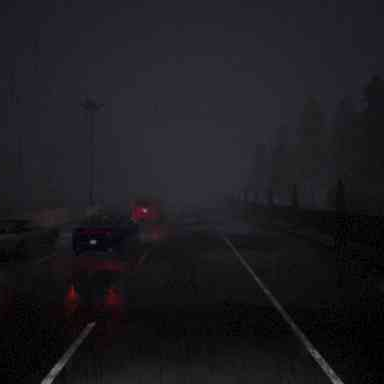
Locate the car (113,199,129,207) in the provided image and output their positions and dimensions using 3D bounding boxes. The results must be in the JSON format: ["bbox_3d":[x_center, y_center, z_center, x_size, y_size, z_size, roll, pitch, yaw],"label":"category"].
[{"bbox_3d":[-14.004,2.204,65.685,2.128,1.511,4.902,0,0,0],"label":"car"}]

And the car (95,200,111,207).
[{"bbox_3d":[-17.501,2.249,65.587,1.994,1.385,4.181,0,-1,0],"label":"car"}]

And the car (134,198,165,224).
[{"bbox_3d":[-3.492,1.517,27.532,2.150,2.045,5.566,0,0,0],"label":"car"}]

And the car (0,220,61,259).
[{"bbox_3d":[-6.986,1.742,13.215,1.895,1.301,4.718,0,-1,0],"label":"car"}]

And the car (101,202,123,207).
[{"bbox_3d":[-6.980,1.832,28.864,1.812,1.442,4.674,0,0,0],"label":"car"}]

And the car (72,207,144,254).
[{"bbox_3d":[-3.476,1.629,14.227,1.882,1.535,5.008,0,0,0],"label":"car"}]
